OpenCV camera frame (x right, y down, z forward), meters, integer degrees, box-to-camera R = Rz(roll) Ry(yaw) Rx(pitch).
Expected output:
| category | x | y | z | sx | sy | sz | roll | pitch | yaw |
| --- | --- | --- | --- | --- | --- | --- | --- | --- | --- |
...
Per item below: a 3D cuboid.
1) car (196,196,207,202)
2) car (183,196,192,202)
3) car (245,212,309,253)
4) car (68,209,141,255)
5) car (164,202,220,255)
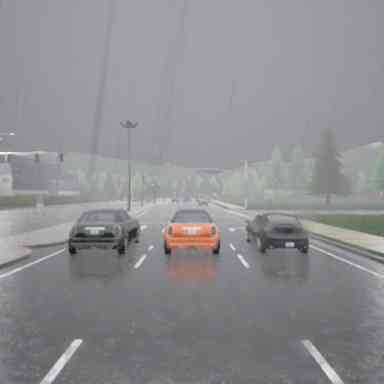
| category | x | y | z | sx | sy | sz | roll | pitch | yaw |
| --- | --- | --- | --- | --- | --- | --- | --- | --- | --- |
| car | 2.175 | 2.140 | 66.877 | 1.812 | 1.442 | 4.674 | 0 | -1 | 0 |
| car | -1.344 | 2.086 | 95.421 | 2.150 | 2.045 | 5.566 | 0 | -1 | 0 |
| car | 3.499 | 1.641 | 14.321 | 1.837 | 1.490 | 4.892 | 0 | 0 | 0 |
| car | -3.501 | 1.480 | 14.091 | 2.097 | 1.767 | 4.553 | 0 | -1 | 0 |
| car | -0.001 | 1.481 | 14.093 | 2.097 | 1.767 | 4.553 | 0 | -1 | 0 |
